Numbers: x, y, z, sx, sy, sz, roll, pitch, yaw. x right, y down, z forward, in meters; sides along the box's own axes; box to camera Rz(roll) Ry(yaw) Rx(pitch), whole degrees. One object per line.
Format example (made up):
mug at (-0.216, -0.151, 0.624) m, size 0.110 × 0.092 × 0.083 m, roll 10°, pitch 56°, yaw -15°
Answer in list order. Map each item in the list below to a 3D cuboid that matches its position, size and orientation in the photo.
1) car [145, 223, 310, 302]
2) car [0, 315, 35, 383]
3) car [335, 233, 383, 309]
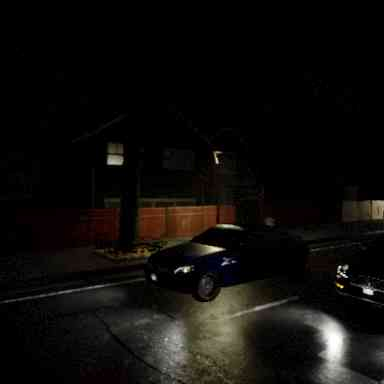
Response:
car at (1.087, 1.546, 8.441) m, size 4.674 × 1.442 × 1.812 m, roll 0°, pitch 0°, yaw -35°
car at (-3.354, 1.462, 1.288) m, size 5.008 × 1.535 × 1.882 m, roll 1°, pitch 0°, yaw -35°
car at (5.131, 1.527, 7.334) m, size 4.892 × 1.490 × 1.837 m, roll 0°, pitch 0°, yaw -35°
